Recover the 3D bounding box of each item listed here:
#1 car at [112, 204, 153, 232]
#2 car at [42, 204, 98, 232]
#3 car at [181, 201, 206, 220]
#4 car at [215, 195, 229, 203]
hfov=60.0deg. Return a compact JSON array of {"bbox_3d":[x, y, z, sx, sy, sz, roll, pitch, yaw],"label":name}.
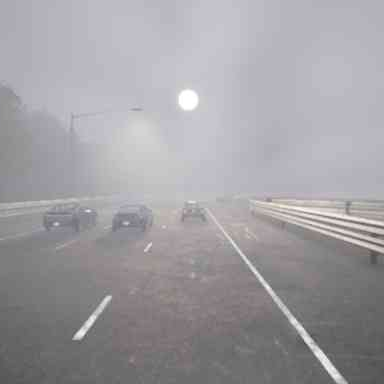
[{"bbox_3d":[-3.406,1.443,19.561,1.812,1.442,4.674,0,0,0],"label":"car"},{"bbox_3d":[-6.894,1.410,19.357,2.128,1.511,4.902,0,0,0],"label":"car"},{"bbox_3d":[0.111,1.430,26.380,2.033,1.411,5.357,0,0,0],"label":"car"},{"bbox_3d":[5.617,1.321,62.187,1.994,1.385,4.181,0,0,-7],"label":"car"}]
